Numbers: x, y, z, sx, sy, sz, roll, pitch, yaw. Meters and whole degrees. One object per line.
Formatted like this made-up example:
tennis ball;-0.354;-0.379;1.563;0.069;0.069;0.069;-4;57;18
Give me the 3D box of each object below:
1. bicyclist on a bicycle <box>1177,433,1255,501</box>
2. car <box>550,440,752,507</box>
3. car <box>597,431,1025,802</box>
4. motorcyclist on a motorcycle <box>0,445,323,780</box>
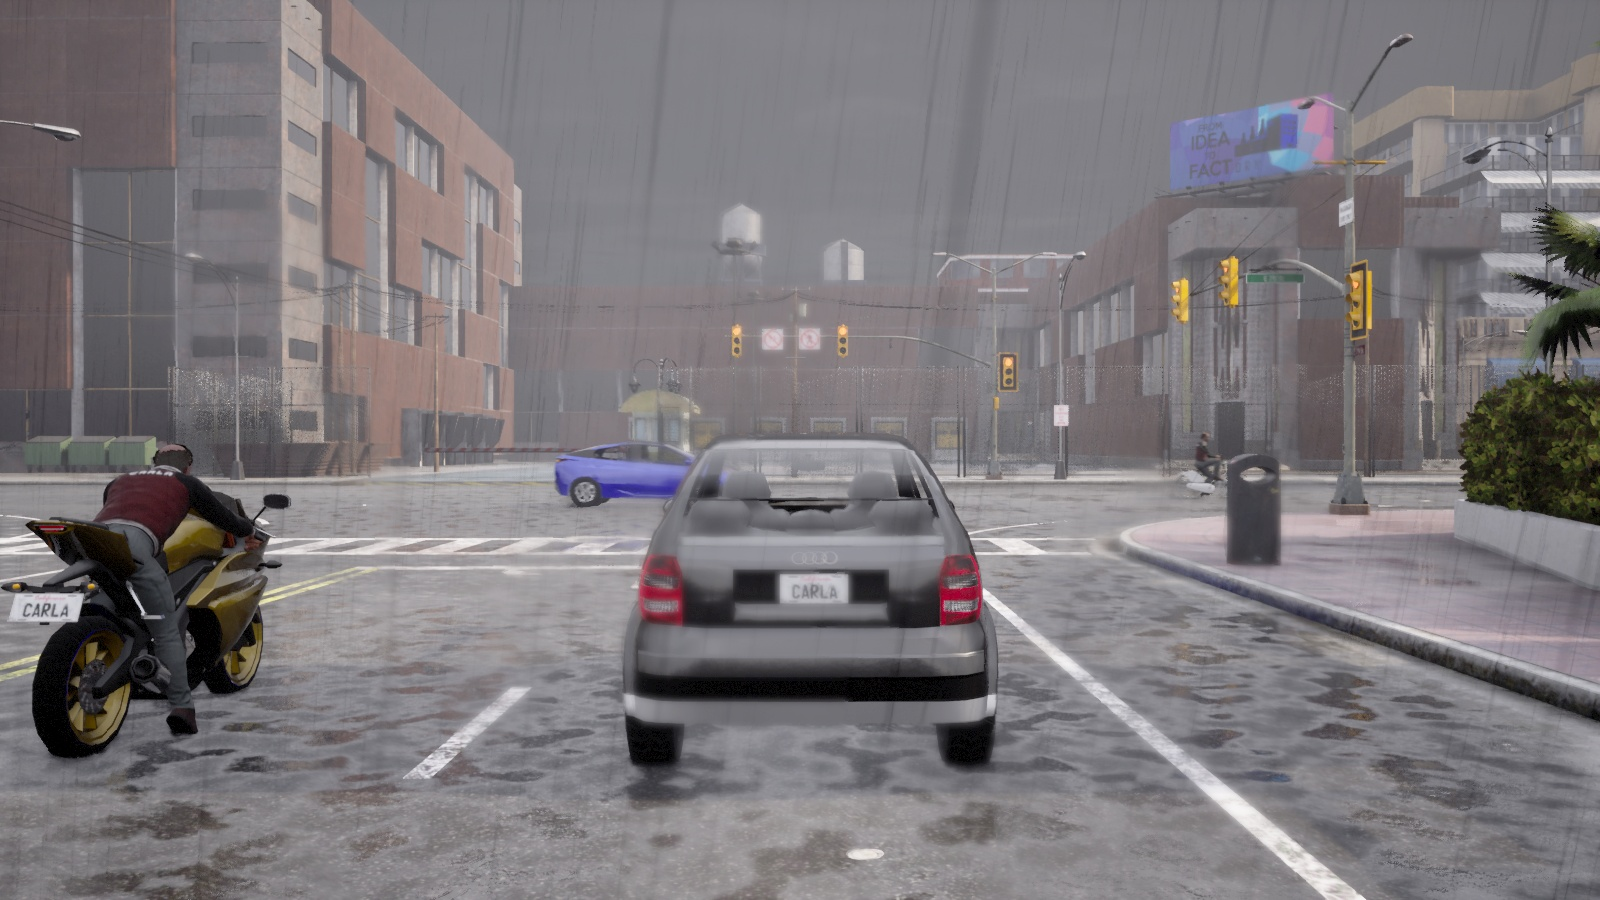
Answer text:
bicyclist on a bicycle;10.907;0.440;32.976;1.843;1.776;0.659;0;0;2
car;-3.443;0.523;29.707;4.514;1.525;2.007;0;0;1
car;0.051;0.685;7.106;1.789;1.549;3.705;0;0;0
motorcyclist on a motorcycle;-3.454;0.740;6.842;0.866;1.530;2.191;0;0;0
